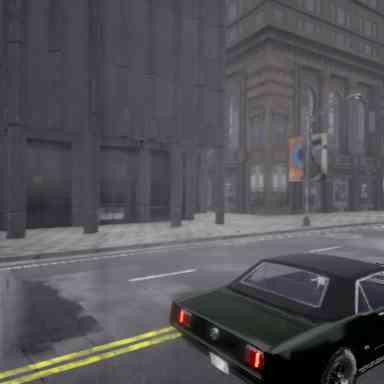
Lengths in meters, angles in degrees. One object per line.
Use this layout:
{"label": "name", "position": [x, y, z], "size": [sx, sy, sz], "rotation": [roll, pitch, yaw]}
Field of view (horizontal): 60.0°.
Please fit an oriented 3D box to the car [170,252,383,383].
{"label": "car", "position": [2.141, 1.600, 4.926], "size": [4.718, 1.301, 1.895], "rotation": [0, 0, -34]}
